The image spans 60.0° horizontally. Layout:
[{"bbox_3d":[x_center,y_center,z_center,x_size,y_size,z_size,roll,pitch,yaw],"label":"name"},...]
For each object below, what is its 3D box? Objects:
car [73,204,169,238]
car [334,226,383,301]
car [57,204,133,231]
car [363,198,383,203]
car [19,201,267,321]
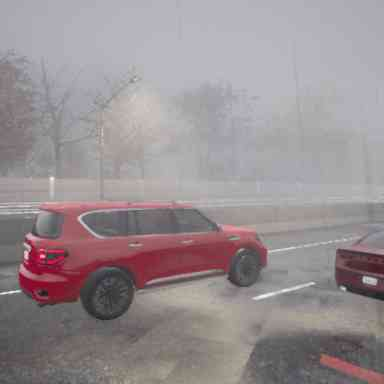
[{"bbox_3d":[-3.824,1.484,18.458,4.892,1.490,1.837,0,0,-35],"label":"car"},{"bbox_3d":[5.245,1.453,7.483,5.008,1.535,1.882,0,0,-35],"label":"car"},{"bbox_3d":[-6.118,1.544,21.120,4.181,1.385,1.994,0,0,-35],"label":"car"},{"bbox_3d":[27.186,1.490,49.099,4.718,1.301,1.895,0,0,-35],"label":"car"},{"bbox_3d":[-0.773,1.211,7.496,5.566,2.045,2.150,0,0,-35],"label":"car"}]
